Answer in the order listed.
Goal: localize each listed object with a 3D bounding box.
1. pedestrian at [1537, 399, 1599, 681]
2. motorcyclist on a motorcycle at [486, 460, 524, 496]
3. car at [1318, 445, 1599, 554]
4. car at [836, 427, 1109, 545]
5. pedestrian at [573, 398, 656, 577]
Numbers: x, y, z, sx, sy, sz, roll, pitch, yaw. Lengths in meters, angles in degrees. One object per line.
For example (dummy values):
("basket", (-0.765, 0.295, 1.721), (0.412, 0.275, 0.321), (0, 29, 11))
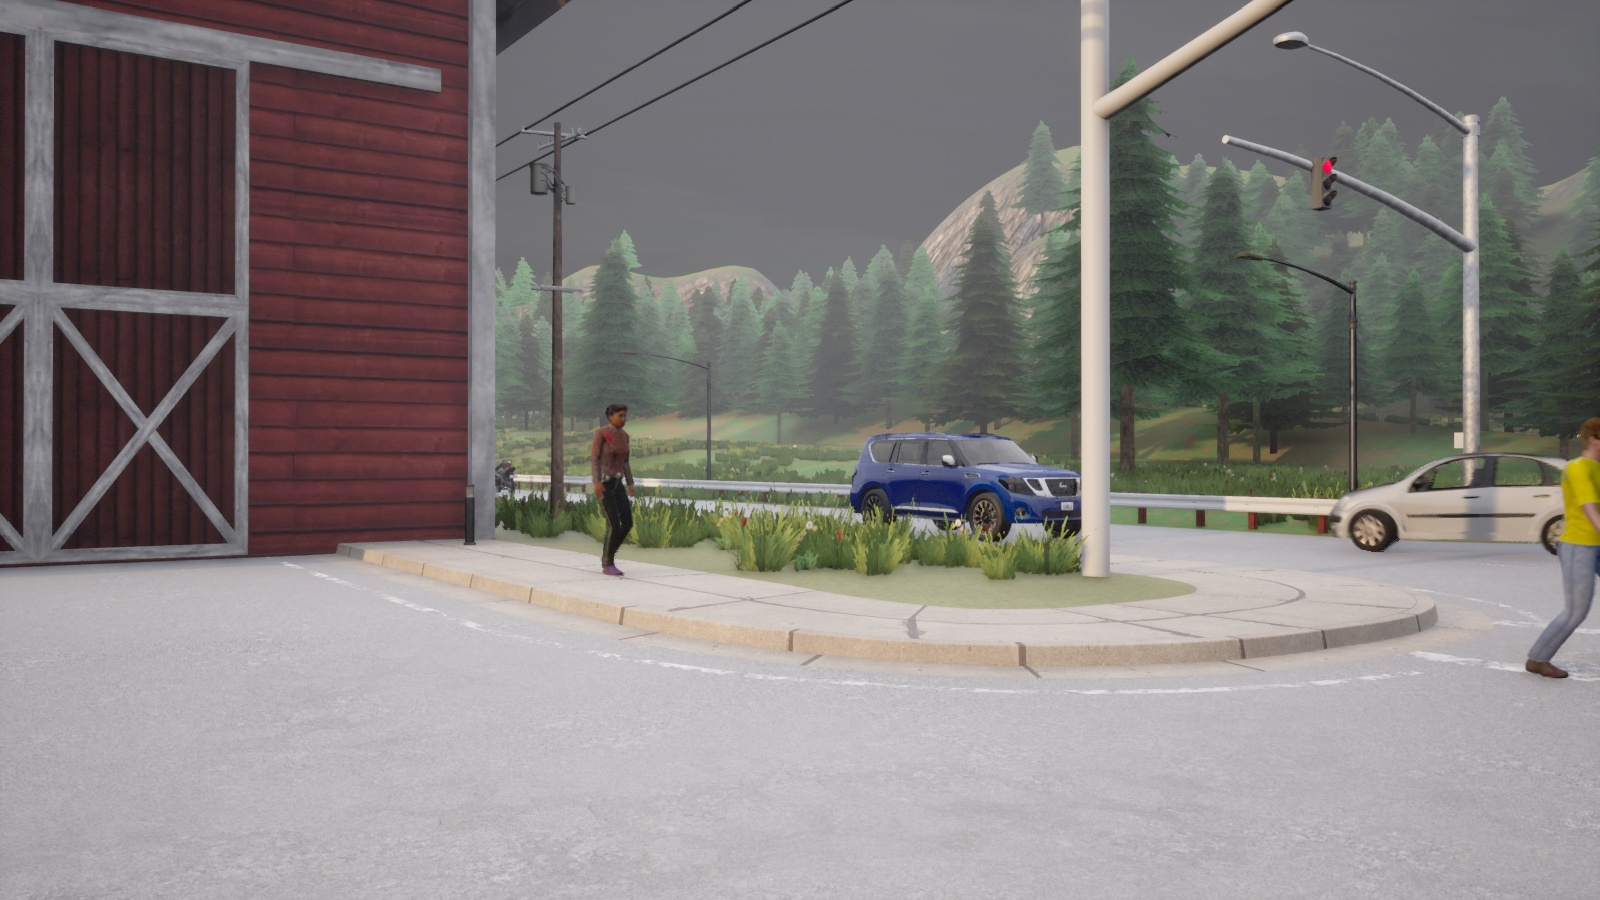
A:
("pedestrian", (5.342, 0.587, 8.316), (0.354, 1.836, 0.706), (0, 0, -37))
("motorcyclist on a motorcycle", (-12.963, 1.226, 55.141), (0.866, 1.530, 2.191), (0, 0, -34))
("car", (10.720, 0.762, 20.429), (3.988, 1.617, 1.851), (-1, 0, 31))
("car", (3.206, 0.646, 24.696), (2.150, 2.045, 5.566), (0, 0, -34))
("pedestrian", (-1.929, 0.383, 13.049), (0.869, 1.805, 0.328), (-1, 0, 36))
